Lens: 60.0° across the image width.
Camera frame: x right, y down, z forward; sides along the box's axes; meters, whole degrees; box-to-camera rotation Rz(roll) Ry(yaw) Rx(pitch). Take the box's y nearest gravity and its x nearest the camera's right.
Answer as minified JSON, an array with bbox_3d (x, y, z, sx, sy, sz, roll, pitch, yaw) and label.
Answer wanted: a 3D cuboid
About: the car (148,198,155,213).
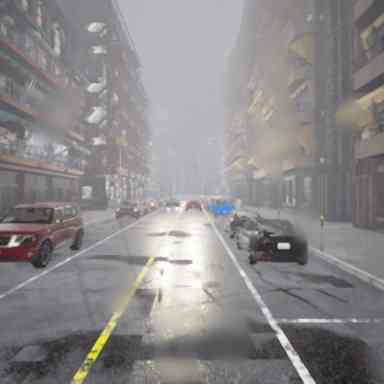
[{"bbox_3d":[-5.222,1.574,34.156,1.802,1.307,4.206,1,0,0],"label":"car"}]

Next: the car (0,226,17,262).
[{"bbox_3d":[-5.291,1.550,5.802,2.008,1.369,4.403,1,0,0],"label":"car"}]

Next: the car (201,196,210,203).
[{"bbox_3d":[2.743,1.571,68.191,1.802,1.307,4.206,1,0,0],"label":"car"}]

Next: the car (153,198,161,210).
[{"bbox_3d":[-5.206,1.431,39.827,1.967,1.590,4.097,1,0,0],"label":"car"}]

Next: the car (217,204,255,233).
[{"bbox_3d":[2.617,1.545,17.154,2.008,1.369,4.403,1,0,0],"label":"car"}]

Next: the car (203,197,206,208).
[{"bbox_3d":[2.673,1.556,39.837,1.947,1.339,4.313,1,0,0],"label":"car"}]

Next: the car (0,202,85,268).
[{"bbox_3d":[-5.274,1.312,11.473,2.192,1.841,5.009,1,0,0],"label":"car"}]

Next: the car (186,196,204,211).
[{"bbox_3d":[0.201,1.516,41.175,1.812,1.442,4.674,0,0,0],"label":"car"}]

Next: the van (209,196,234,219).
[{"bbox_3d":[2.648,1.333,28.496,1.690,1.788,3.998,1,0,0],"label":"van"}]

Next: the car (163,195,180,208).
[{"bbox_3d":[-2.711,1.554,47.973,1.994,1.385,4.181,0,0,0],"label":"car"}]

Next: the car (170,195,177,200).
[{"bbox_3d":[-5.060,1.576,90.864,1.802,1.307,4.206,1,0,0],"label":"car"}]

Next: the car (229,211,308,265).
[{"bbox_3d":[2.603,1.562,11.483,1.947,1.339,4.313,1,0,0],"label":"car"}]

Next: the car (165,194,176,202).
[{"bbox_3d":[-5.115,1.307,79.523,2.192,1.841,5.009,1,0,0],"label":"car"}]

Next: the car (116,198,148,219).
[{"bbox_3d":[-5.234,1.433,28.485,1.967,1.590,4.097,1,0,0],"label":"car"}]

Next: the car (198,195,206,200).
[{"bbox_3d":[2.799,1.544,90.874,2.008,1.369,4.403,1,0,0],"label":"car"}]

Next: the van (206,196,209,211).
[{"bbox_3d":[2.662,1.332,34.167,1.690,1.788,3.998,1,0,0],"label":"van"}]

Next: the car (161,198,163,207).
[{"bbox_3d":[-5.179,1.541,51.169,2.008,1.369,4.403,1,0,0],"label":"car"}]
